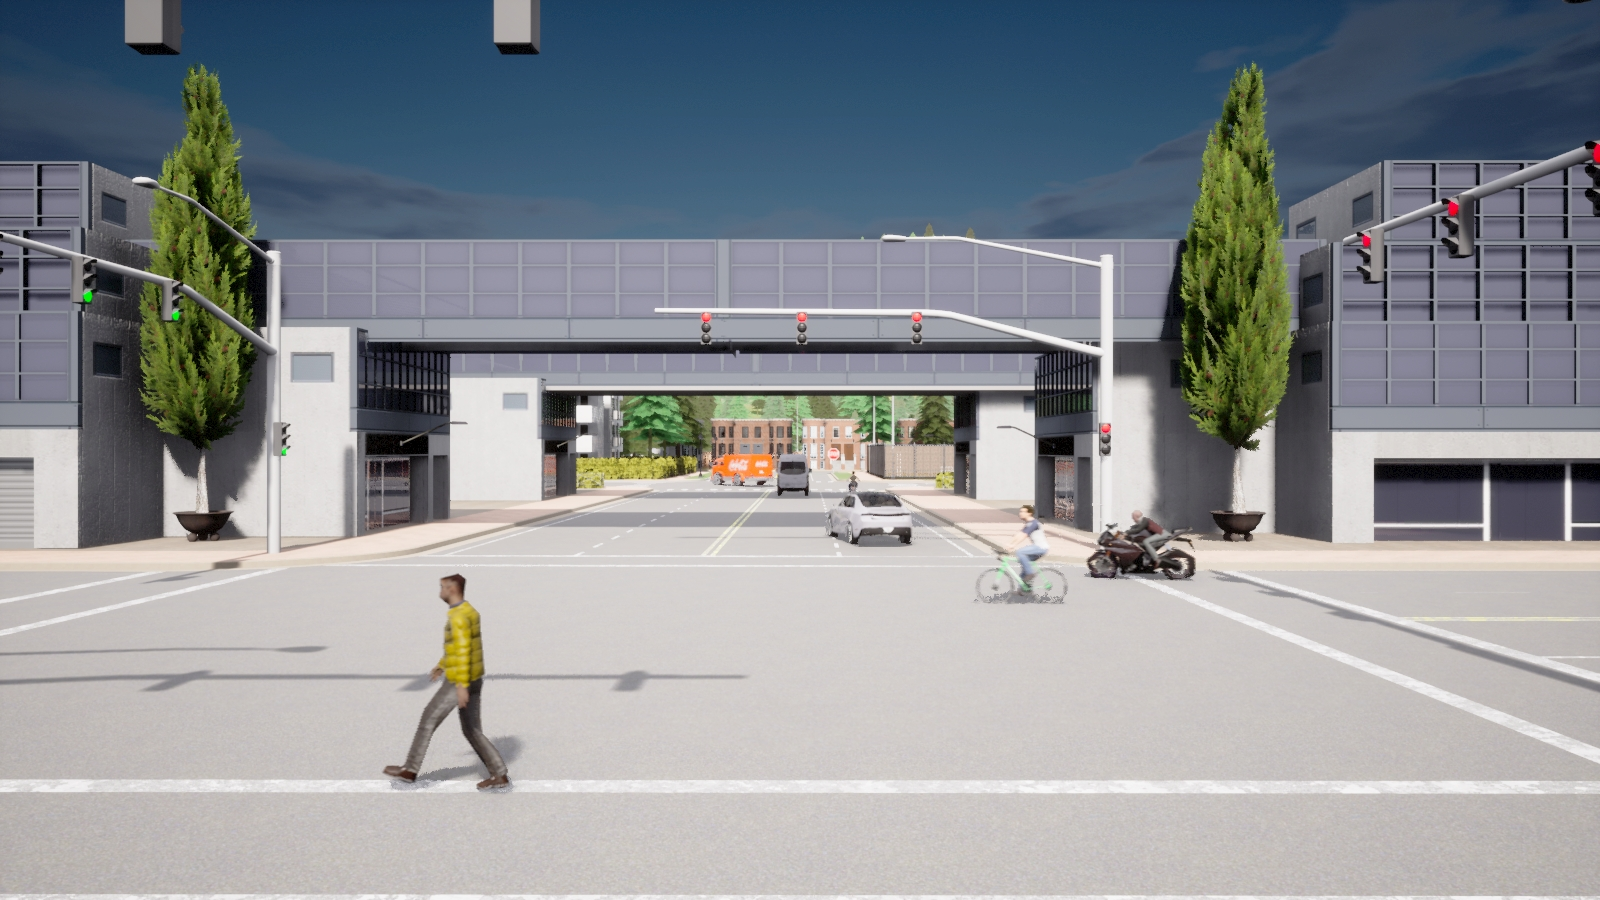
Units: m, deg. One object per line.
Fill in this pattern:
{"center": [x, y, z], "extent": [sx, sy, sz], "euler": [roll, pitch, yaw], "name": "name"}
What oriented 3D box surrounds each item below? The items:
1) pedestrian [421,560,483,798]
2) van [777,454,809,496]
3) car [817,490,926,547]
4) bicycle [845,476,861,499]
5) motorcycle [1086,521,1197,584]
{"center": [-2.837, 1.849, 9.329], "extent": [0.375, 1.860, 0.375], "euler": [0, 0, 4], "name": "pedestrian"}
{"center": [-0.402, 1.534, 72.956], "extent": [1.988, 2.561, 5.915], "euler": [0, 0, 0], "name": "van"}
{"center": [2.105, 2.061, 35.445], "extent": [2.231, 1.480, 4.892], "euler": [0, 0, -11], "name": "car"}
{"center": [3.059, 2.158, 65.834], "extent": [0.859, 1.276, 1.487], "euler": [0, 0, 0], "name": "bicycle"}
{"center": [7.351, 2.205, 24.694], "extent": [2.209, 1.251, 0.867], "euler": [0, -1, 11], "name": "motorcycle"}
